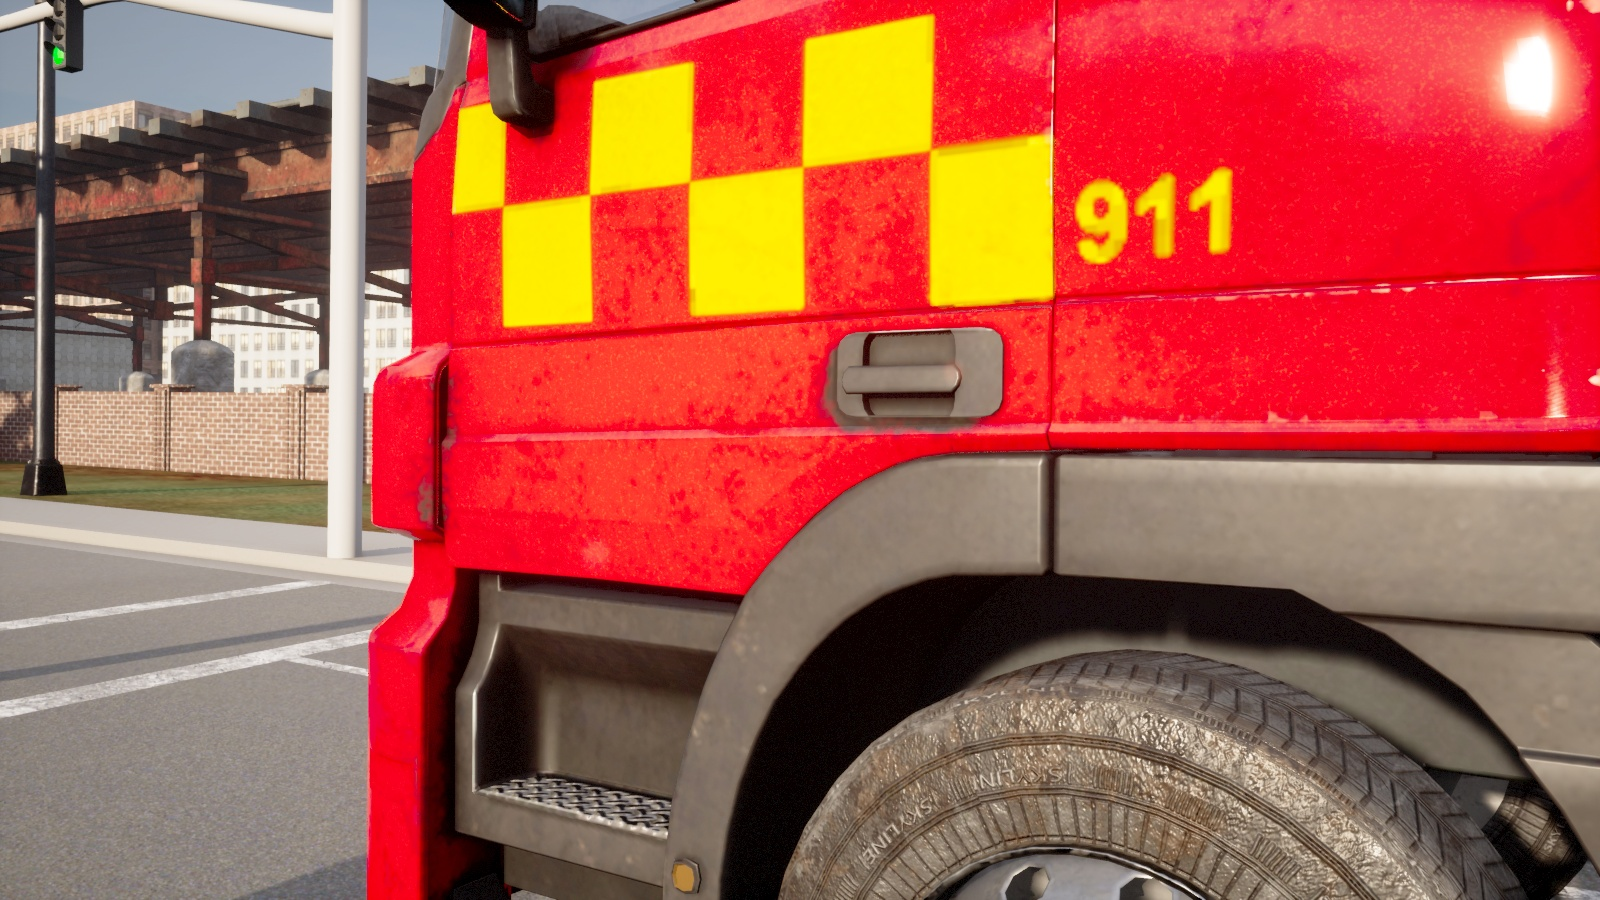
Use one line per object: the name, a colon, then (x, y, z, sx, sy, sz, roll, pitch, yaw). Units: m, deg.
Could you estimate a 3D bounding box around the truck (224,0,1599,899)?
truck: (3.107, -0.482, 1.535, 8.468, 3.827, 2.891, 0, 1, 34)
